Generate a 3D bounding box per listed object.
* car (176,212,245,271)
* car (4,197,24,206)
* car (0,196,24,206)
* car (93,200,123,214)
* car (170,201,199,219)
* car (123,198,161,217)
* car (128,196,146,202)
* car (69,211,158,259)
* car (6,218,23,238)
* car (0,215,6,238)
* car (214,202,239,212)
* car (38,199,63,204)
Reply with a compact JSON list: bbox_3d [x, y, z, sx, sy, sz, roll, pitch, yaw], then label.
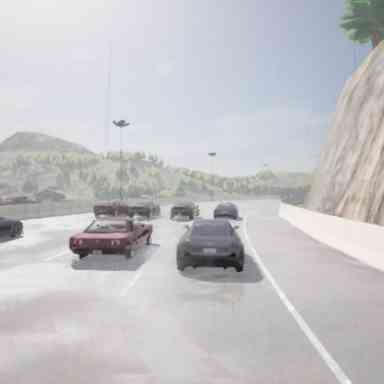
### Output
[{"bbox_3d":[0.638,1.569,11.012,1.994,1.385,4.181,0,0,4],"label":"car"},{"bbox_3d":[-19.855,1.579,40.333,1.895,1.301,4.718,0,0,13],"label":"car"},{"bbox_3d":[-22.872,1.325,42.629,2.097,1.767,4.553,0,0,14],"label":"car"},{"bbox_3d":[-7.318,1.476,30.854,1.882,1.535,5.008,0,0,11],"label":"car"},{"bbox_3d":[-0.559,1.515,28.943,1.837,1.490,4.892,0,0,10],"label":"car"},{"bbox_3d":[-4.075,1.508,29.179,1.837,1.490,4.892,0,0,10],"label":"car"},{"bbox_3d":[-13.307,1.596,80.926,1.895,1.301,4.718,0,0,24],"label":"car"},{"bbox_3d":[-2.762,1.601,12.583,1.895,1.301,4.718,0,0,5],"label":"car"},{"bbox_3d":[-9.556,1.552,15.001,1.994,1.385,4.181,0,0,5],"label":"car"},{"bbox_3d":[-6.618,1.482,7.208,2.128,1.511,4.902,0,0,3],"label":"car"},{"bbox_3d":[3.025,1.581,29.035,1.994,1.385,4.181,0,0,11],"label":"car"},{"bbox_3d":[-16.612,1.509,38.736,1.812,1.442,4.674,0,0,13],"label":"car"}]
